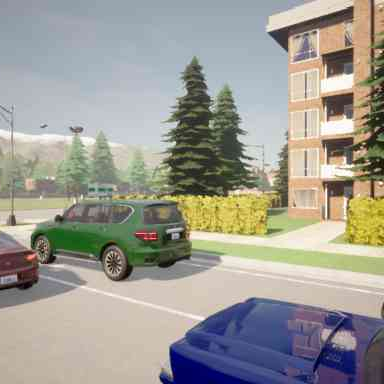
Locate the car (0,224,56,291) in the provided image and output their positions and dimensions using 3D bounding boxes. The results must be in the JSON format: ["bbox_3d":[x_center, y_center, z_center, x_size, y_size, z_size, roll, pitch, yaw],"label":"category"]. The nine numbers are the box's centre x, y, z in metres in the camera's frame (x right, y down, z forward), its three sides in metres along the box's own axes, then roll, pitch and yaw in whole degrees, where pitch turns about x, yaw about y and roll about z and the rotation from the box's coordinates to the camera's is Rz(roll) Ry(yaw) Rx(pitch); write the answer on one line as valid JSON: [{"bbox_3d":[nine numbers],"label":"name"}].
[{"bbox_3d":[-5.403,1.526,7.790,4.674,1.442,1.812,0,0,36],"label":"car"}]

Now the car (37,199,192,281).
[{"bbox_3d":[-2.599,1.221,10.083,5.566,2.045,2.150,0,0,36],"label":"car"}]

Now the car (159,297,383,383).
[{"bbox_3d":[2.036,1.601,2.543,4.718,1.301,1.895,0,0,35],"label":"car"}]

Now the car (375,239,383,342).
[{"bbox_3d":[5.073,1.564,4.678,4.181,1.385,1.994,0,0,35],"label":"car"}]
